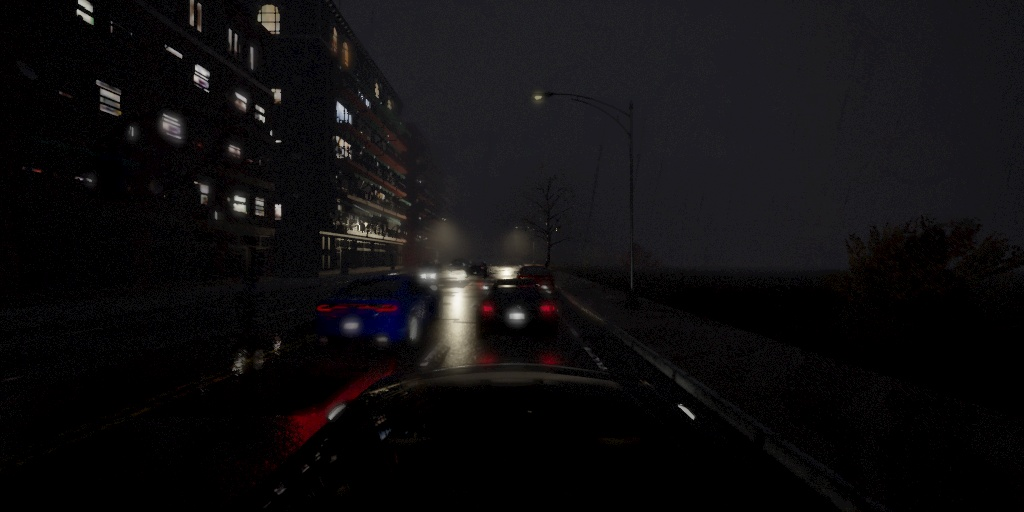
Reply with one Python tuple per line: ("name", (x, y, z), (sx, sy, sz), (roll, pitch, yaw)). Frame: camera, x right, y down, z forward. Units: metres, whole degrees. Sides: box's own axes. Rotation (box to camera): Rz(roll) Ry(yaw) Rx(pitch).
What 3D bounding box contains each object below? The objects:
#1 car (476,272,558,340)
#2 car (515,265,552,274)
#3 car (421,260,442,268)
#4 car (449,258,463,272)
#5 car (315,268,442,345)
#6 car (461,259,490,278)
("car", (0.107, 1.315, 10.018), (1.994, 1.385, 4.181), (0, 0, 0))
("car", (1.149, 1.230, 18.938), (1.882, 1.535, 5.008), (0, 0, 0))
("car", (-9.820, 1.243, 44.135), (2.128, 1.511, 4.902), (0, 0, 0))
("car", (-6.568, 1.104, 44.963), (2.097, 1.767, 4.553), (0, 0, 0))
("car", (-3.147, 1.229, 9.493), (1.882, 1.535, 5.008), (0, 0, 0))
("car", (-3.128, 1.244, 33.299), (2.128, 1.511, 4.902), (0, 0, 0))
